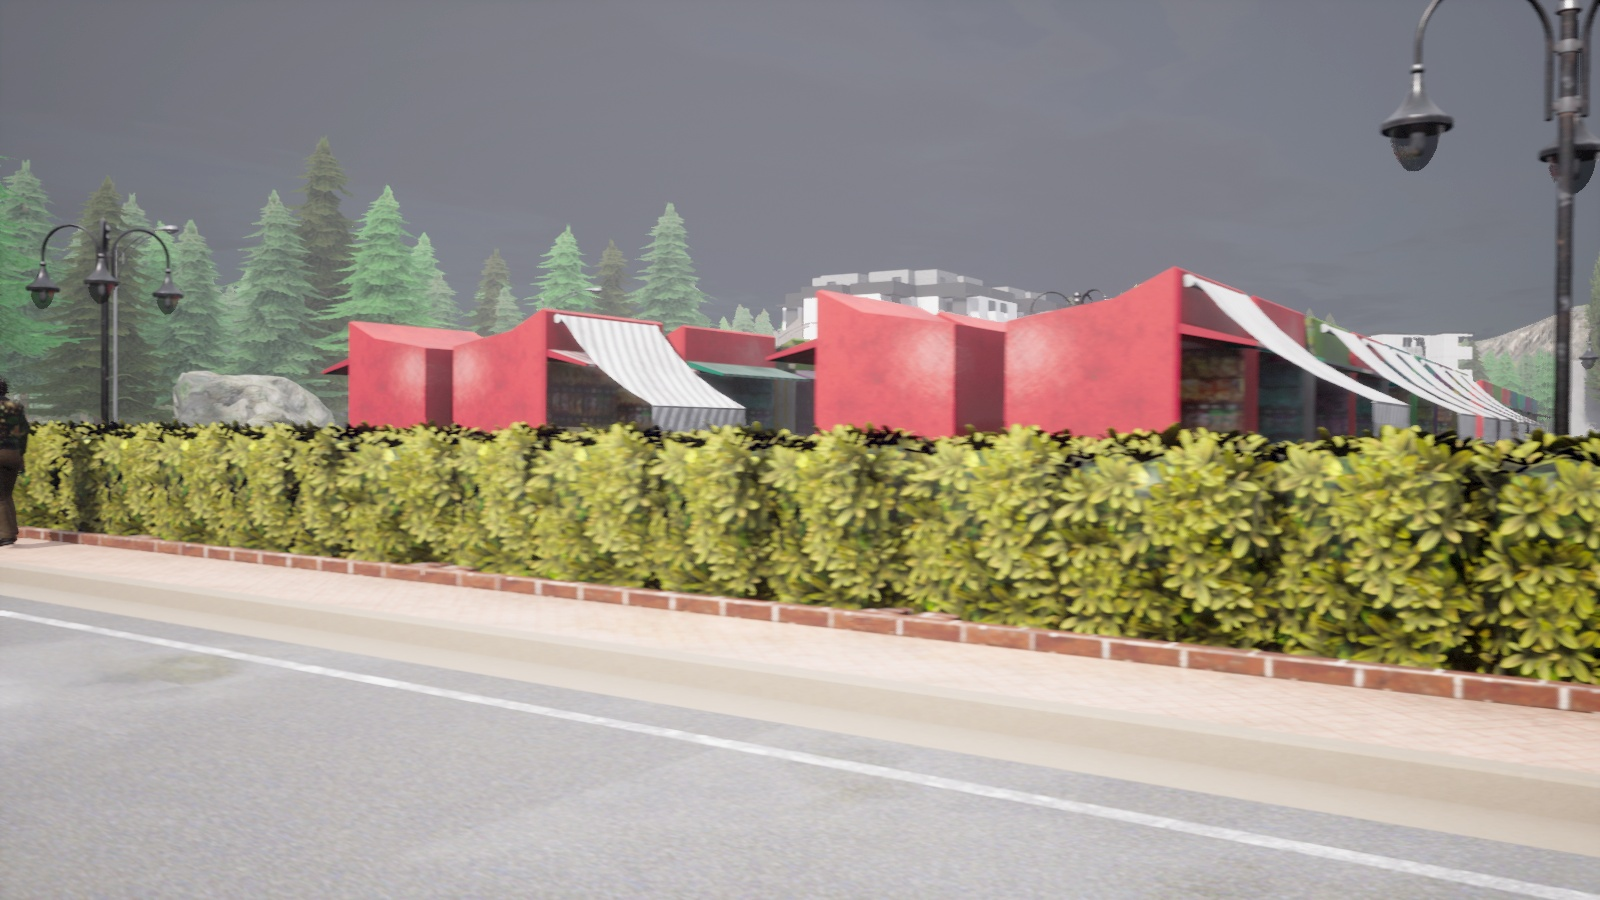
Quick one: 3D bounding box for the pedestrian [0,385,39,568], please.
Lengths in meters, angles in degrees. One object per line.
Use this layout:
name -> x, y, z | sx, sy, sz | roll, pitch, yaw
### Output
pedestrian -> -8.606, 0.278, 13.564 | 0.692, 1.930, 0.395 | 0, 1, 37
